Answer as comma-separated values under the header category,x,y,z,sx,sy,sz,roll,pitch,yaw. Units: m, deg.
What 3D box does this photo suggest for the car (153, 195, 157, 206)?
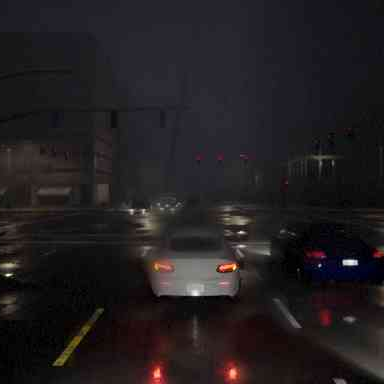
category,x,y,z,sx,sy,sz,roll,pitch,yaw
car,-7.038,1.547,55.865,2.033,1.411,5.357,0,0,0

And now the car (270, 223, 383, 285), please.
category,x,y,z,sx,sy,sz,roll,pitch,yaw
car,3.587,1.564,9.531,1.994,1.385,4.181,0,0,0

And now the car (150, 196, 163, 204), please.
category,x,y,z,sx,sy,sz,roll,pitch,yaw
car,-6.977,1.564,65.821,1.994,1.385,4.181,0,0,1

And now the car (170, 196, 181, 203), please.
category,x,y,z,sx,sy,sz,roll,pitch,yaw
car,-3.439,1.553,70.423,1.994,1.385,4.181,0,0,0

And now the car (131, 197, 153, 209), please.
category,x,y,z,sx,sy,sz,roll,pitch,yaw
car,-7.082,1.478,46.101,1.882,1.535,5.008,0,0,1

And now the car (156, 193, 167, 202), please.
category,x,y,z,sx,sy,sz,roll,pitch,yaw
car,-6.934,1.225,76.512,2.150,2.045,5.566,0,0,0

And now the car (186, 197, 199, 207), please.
category,x,y,z,sx,sy,sz,roll,pitch,yaw
car,0.134,1.478,52.717,1.882,1.535,5.008,0,0,0

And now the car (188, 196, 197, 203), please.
category,x,y,z,sx,sy,sz,roll,pitch,yaw
car,0.155,1.601,69.478,1.895,1.301,4.718,0,0,0

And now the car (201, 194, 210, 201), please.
category,x,y,z,sx,sy,sz,roll,pitch,yaw
car,3.576,1.316,86.954,2.097,1.767,4.553,0,0,0

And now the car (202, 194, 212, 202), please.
category,x,y,z,sx,sy,sz,roll,pitch,yaw
car,3.568,1.546,78.429,1.994,1.385,4.181,0,0,0

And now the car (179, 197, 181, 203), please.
category,x,y,z,sx,sy,sz,roll,pitch,yaw
car,-3.518,1.478,60.586,1.882,1.535,5.008,0,0,0

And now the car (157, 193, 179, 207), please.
category,x,y,z,sx,sy,sz,roll,pitch,yaw
car,-3.543,1.222,50.583,2.150,2.045,5.566,0,0,0

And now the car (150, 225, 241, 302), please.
category,x,y,z,sx,sy,sz,roll,pitch,yaw
car,0.077,1.526,8.165,1.812,1.442,4.674,0,0,0
